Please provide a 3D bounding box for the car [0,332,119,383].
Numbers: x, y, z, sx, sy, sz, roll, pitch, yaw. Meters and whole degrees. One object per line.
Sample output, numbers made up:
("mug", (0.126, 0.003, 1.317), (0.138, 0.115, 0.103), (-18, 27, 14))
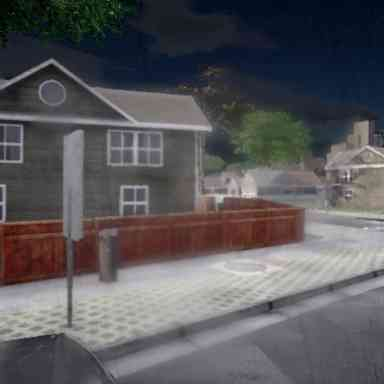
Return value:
("car", (-2.760, 1.556, 1.085), (5.357, 1.411, 2.033), (0, 0, -35))
